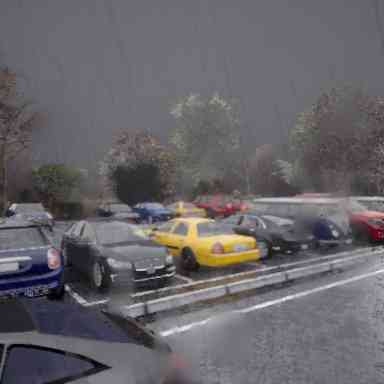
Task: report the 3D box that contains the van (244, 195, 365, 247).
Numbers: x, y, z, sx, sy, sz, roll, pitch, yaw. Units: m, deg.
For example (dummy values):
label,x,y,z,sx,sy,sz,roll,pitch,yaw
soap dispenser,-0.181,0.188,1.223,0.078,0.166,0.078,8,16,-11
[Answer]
label,x,y,z,sx,sy,sz,roll,pitch,yaw
van,4.564,1.265,14.190,1.878,1.987,4.442,0,0,-35

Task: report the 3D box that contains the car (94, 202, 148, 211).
label,x,y,z,sx,sy,sz,roll,pitch,yaw
car,-5.325,1.526,23.321,2.163,1.488,4.792,0,0,-35

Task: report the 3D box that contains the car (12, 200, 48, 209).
label,x,y,z,sx,sy,sz,roll,pitch,yaw
car,-9.906,1.384,20.153,2.185,1.767,4.553,0,0,-35

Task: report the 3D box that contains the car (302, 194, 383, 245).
label,x,y,z,sx,sy,sz,roll,pitch,yaw
car,6.784,1.232,15.871,2.435,2.045,5.566,0,0,-35

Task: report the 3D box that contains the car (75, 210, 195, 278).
label,x,y,z,sx,sy,sz,roll,pitch,yaw
car,-2.321,1.513,9.466,2.231,1.521,4.892,0,0,-35

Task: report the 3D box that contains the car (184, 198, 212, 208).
label,x,y,z,sx,sy,sz,roll,pitch,yaw
car,-1.005,1.479,26.644,1.946,1.575,5.366,0,0,-35

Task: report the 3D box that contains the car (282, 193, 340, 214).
label,x,y,z,sx,sy,sz,roll,pitch,yaw
car,12.824,1.185,36.244,2.435,2.045,5.566,0,0,-35

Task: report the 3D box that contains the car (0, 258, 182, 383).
label,x,y,z,sx,sy,sz,roll,pitch,yaw
car,-2.064,1.565,2.212,4.181,1.385,1.994,0,0,-36

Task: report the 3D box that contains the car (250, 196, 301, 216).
label,x,y,z,sx,sy,sz,roll,pitch,yaw
car,8.175,1.326,32.955,2.185,1.767,4.553,0,0,-35

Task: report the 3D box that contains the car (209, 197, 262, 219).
label,x,y,z,sx,sy,sz,roll,pitch,yaw
car,3.767,1.341,29.757,2.185,1.767,4.553,0,0,-35

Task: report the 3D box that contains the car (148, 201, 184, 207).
label,x,y,z,sx,sy,sz,roll,pitch,yaw
car,-3.072,1.489,24.960,2.097,1.535,5.008,0,0,-35

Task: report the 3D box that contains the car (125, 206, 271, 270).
label,x,y,z,sx,sy,sz,roll,pitch,yaw
car,-0.153,1.502,11.220,1.946,1.575,5.366,0,0,-35

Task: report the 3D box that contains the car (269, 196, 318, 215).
label,x,y,z,sx,sy,sz,roll,pitch,yaw
car,10.448,1.319,34.564,2.185,1.767,4.553,0,0,-35

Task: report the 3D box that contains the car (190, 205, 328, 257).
label,x,y,z,sx,sy,sz,roll,pitch,yaw
car,2.229,1.499,12.672,2.231,1.521,4.892,0,0,-35

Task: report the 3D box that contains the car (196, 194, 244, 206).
label,x,y,z,sx,sy,sz,roll,pitch,yaw
car,1.358,1.223,28.124,2.435,2.045,5.566,0,0,-35

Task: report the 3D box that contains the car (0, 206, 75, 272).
label,x,y,z,sx,sy,sz,roll,pitch,yaw
car,-4.572,1.393,7.826,2.185,1.767,4.553,0,0,-35
